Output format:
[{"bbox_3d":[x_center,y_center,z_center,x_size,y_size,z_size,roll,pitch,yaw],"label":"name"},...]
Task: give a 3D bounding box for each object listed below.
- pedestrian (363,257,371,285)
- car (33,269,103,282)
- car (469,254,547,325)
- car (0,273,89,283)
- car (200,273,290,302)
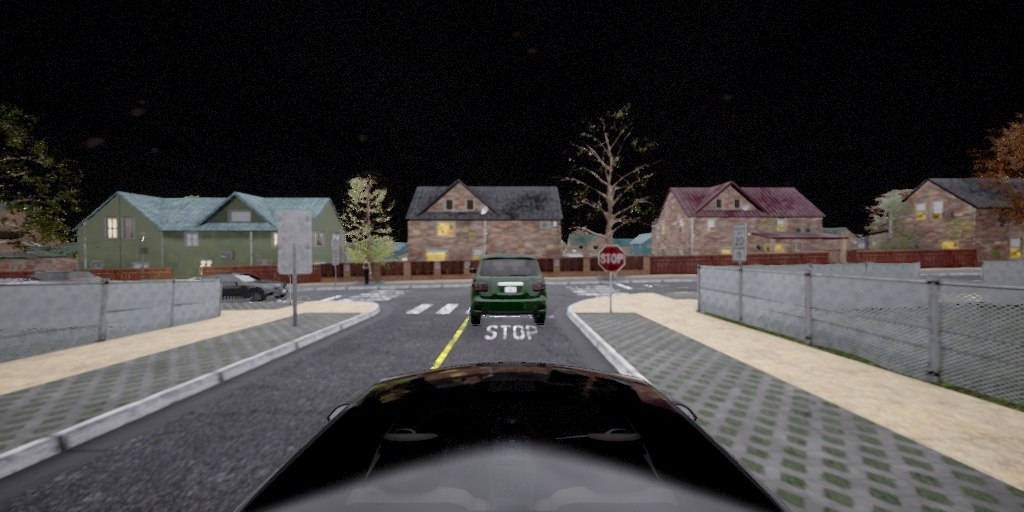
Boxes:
[{"bbox_3d":[-9.644,0.984,23.804,0.375,1.860,0.375,0,2,0],"label":"pedestrian"},{"bbox_3d":[-26.763,1.646,20.881,4.553,1.767,2.097,-1,1,0],"label":"car"},{"bbox_3d":[-0.233,0.963,11.932,2.150,2.045,5.566,0,0,-4],"label":"car"},{"bbox_3d":[-24.746,1.819,17.935,4.674,1.442,1.812,-1,1,0],"label":"car"},{"bbox_3d":[-13.719,1.558,17.945,4.674,1.442,1.812,-2,1,0],"label":"car"}]
